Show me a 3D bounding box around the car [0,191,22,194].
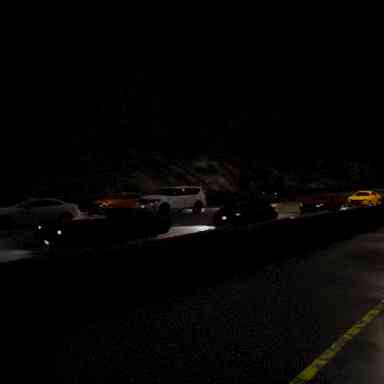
[{"bbox_3d":[-11.494,0.756,18.419,2.097,1.767,4.553,2,2,44],"label":"car"}]

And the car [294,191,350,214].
[{"bbox_3d":[10.161,0.855,25.760,1.882,1.535,5.008,2,2,44],"label":"car"}]

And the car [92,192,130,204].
[{"bbox_3d":[-5.112,0.770,25.079,1.882,1.535,5.008,2,2,44],"label":"car"}]

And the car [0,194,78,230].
[{"bbox_3d":[-8.053,1.000,16.965,1.812,1.442,4.674,2,2,44],"label":"car"}]

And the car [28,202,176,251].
[{"bbox_3d":[-3.043,1.250,12.083,1.895,1.301,4.718,2,2,44],"label":"car"}]

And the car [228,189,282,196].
[{"bbox_3d":[6.070,0.725,31.612,2.033,1.411,5.357,2,3,44],"label":"car"}]

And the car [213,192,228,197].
[{"bbox_3d":[2.257,0.673,32.703,2.033,1.411,5.357,2,2,44],"label":"car"}]

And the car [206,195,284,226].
[{"bbox_3d":[3.020,1.107,18.391,1.994,1.385,4.181,2,2,43],"label":"car"}]

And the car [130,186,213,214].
[{"bbox_3d":[-1.337,0.578,23.940,2.150,2.045,5.566,2,2,44],"label":"car"}]

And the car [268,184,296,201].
[{"bbox_3d":[10.989,0.086,41.639,2.150,2.045,5.566,2,3,45],"label":"car"}]

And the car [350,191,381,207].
[{"bbox_3d":[17.067,0.655,32.856,1.882,1.535,5.008,2,3,44],"label":"car"}]
